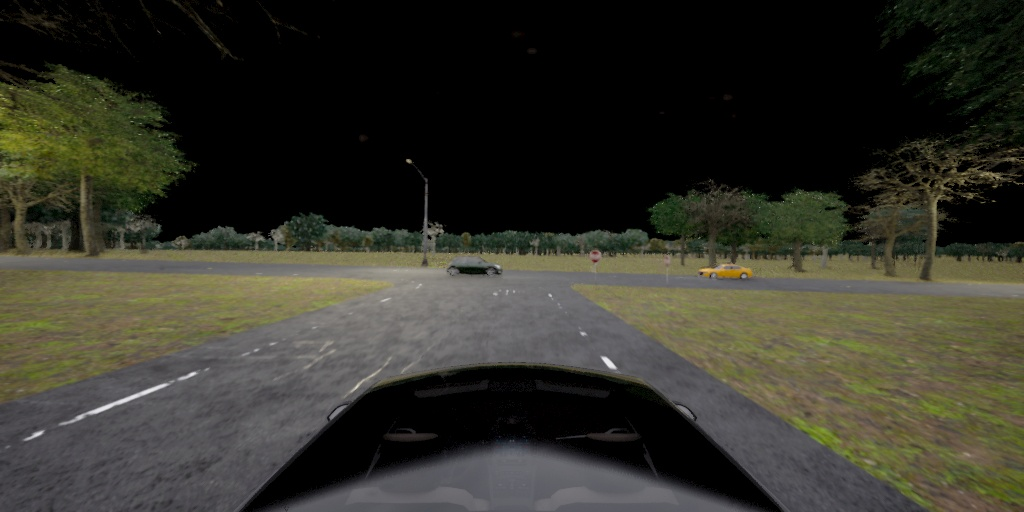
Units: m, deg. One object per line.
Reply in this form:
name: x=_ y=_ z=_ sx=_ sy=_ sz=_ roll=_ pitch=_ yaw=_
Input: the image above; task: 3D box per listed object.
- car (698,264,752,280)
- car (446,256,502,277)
car: x=21.703 y=1.577 z=36.641 sx=5.008 sy=1.535 sz=1.882 roll=1 pitch=2 yaw=0
car: x=-3.046 y=0.798 z=29.762 sx=4.553 sy=1.767 sz=2.097 roll=1 pitch=1 yaw=0
